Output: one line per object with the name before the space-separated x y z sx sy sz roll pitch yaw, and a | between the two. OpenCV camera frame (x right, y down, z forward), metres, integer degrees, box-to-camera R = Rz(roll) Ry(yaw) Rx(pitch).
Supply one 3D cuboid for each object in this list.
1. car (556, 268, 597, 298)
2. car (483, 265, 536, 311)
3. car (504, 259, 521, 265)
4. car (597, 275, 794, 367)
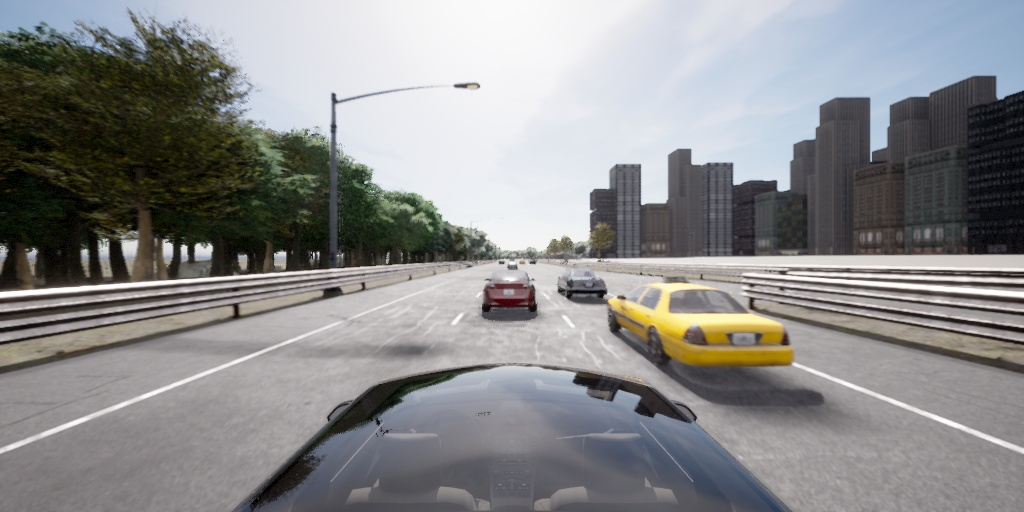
car | 3.501 1.355 18.786 2.033 1.411 5.357 0 0 0
car | -0.082 1.296 14.664 2.163 1.488 4.792 0 0 0
car | 0.088 1.635 61.188 2.033 1.411 5.357 0 0 0
car | 3.501 1.226 7.975 1.801 1.575 5.366 0 0 0
